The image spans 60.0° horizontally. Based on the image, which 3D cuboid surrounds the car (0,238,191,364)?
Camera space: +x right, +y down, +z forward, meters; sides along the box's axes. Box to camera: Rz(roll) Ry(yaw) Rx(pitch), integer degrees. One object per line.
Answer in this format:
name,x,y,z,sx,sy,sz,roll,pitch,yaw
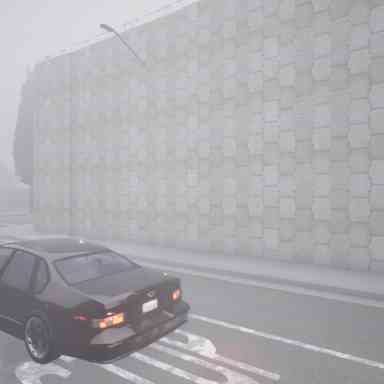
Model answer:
car,-2.602,1.547,5.834,5.357,1.411,2.033,0,0,35
